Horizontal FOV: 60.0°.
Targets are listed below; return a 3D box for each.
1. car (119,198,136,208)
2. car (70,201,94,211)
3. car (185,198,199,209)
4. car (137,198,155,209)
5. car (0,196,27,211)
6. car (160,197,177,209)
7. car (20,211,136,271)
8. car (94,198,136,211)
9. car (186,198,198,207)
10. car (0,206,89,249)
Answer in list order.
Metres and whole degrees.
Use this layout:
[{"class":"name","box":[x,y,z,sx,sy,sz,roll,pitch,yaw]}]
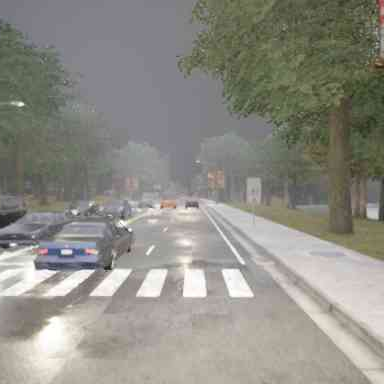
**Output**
[{"class":"car","box":[-9.748,1.656,50.628,1.812,1.442,4.674,0,0,0]},{"class":"car","box":[-9.838,1.543,30.335,2.128,1.511,4.902,0,0,0]},{"class":"car","box":[0.002,1.579,46.078,1.882,1.535,5.008,0,0,0]},{"class":"car","box":[-6.526,1.631,47.429,1.812,1.442,4.674,0,0,0]},{"class":"car","box":[-9.843,1.242,15.702,2.150,2.045,5.566,0,0,0]},{"class":"car","box":[-3.248,1.454,46.465,2.097,1.767,4.553,0,0,0]},{"class":"car","box":[-3.149,1.559,10.858,2.033,1.411,5.357,0,0,0]},{"class":"car","box":[-6.591,1.402,29.063,2.097,1.767,4.553,0,0,0]},{"class":"car","box":[0.003,1.693,56.500,2.033,1.411,5.357,0,0,0]},{"class":"car","box":[-6.597,1.566,14.937,2.033,1.411,5.357,0,0,0]}]
